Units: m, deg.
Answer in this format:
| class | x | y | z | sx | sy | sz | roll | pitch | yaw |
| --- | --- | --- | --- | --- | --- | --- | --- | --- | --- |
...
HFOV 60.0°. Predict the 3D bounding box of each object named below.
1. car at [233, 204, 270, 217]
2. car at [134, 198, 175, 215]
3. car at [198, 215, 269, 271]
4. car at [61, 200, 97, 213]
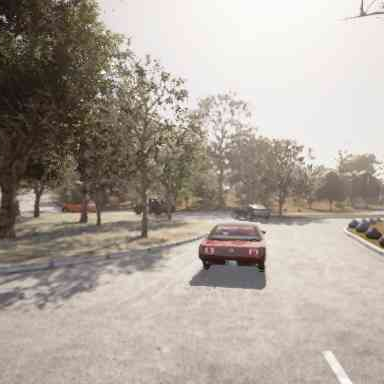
| class | x | y | z | sx | sy | sz | roll | pitch | yaw |
| --- | --- | --- | --- | --- | --- | --- | --- | --- | --- |
| car | 5.502 | 1.884 | 31.298 | 2.128 | 1.511 | 4.902 | 0 | -1 | -17 |
| car | -4.468 | 1.706 | 39.331 | 5.566 | 2.045 | 2.150 | -1 | -1 | 39 |
| car | 1.550 | 1.683 | 11.270 | 1.895 | 1.301 | 4.718 | 0 | -1 | 12 |
| car | -14.535 | 1.862 | 43.015 | 4.553 | 1.767 | 2.097 | 0 | -1 | 14 |
